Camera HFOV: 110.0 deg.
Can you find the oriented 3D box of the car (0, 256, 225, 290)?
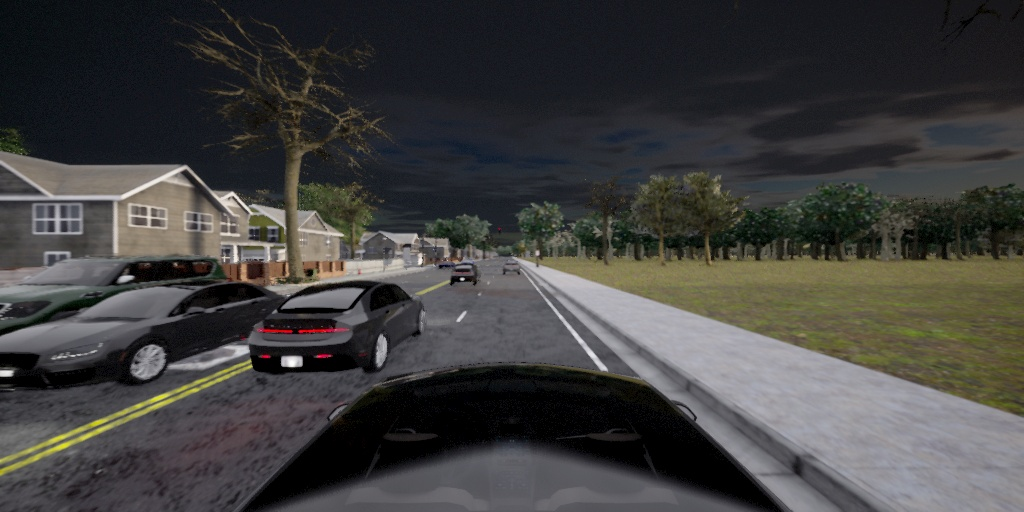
[{"bbox_3d":[-9.872,1.006,8.966,2.150,2.045,5.566,0,0,0],"label":"car"}]

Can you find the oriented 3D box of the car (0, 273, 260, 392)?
[{"bbox_3d":[-6.615,1.278,7.103,1.837,1.490,4.892,0,0,0],"label":"car"}]

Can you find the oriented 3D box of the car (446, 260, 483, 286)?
[{"bbox_3d":[-3.246,1.262,25.761,1.837,1.490,4.892,0,0,0],"label":"car"}]

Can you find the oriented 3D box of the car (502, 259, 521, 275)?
[{"bbox_3d":[-0.060,1.234,39.492,2.128,1.511,4.902,0,0,0],"label":"car"}]

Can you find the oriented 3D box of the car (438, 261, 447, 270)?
[{"bbox_3d":[-9.978,1.387,54.773,1.895,1.301,4.718,0,0,0],"label":"car"}]

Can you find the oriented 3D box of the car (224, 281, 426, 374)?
[{"bbox_3d":[-3.165,1.266,7.560,1.837,1.490,4.892,0,0,0],"label":"car"}]
